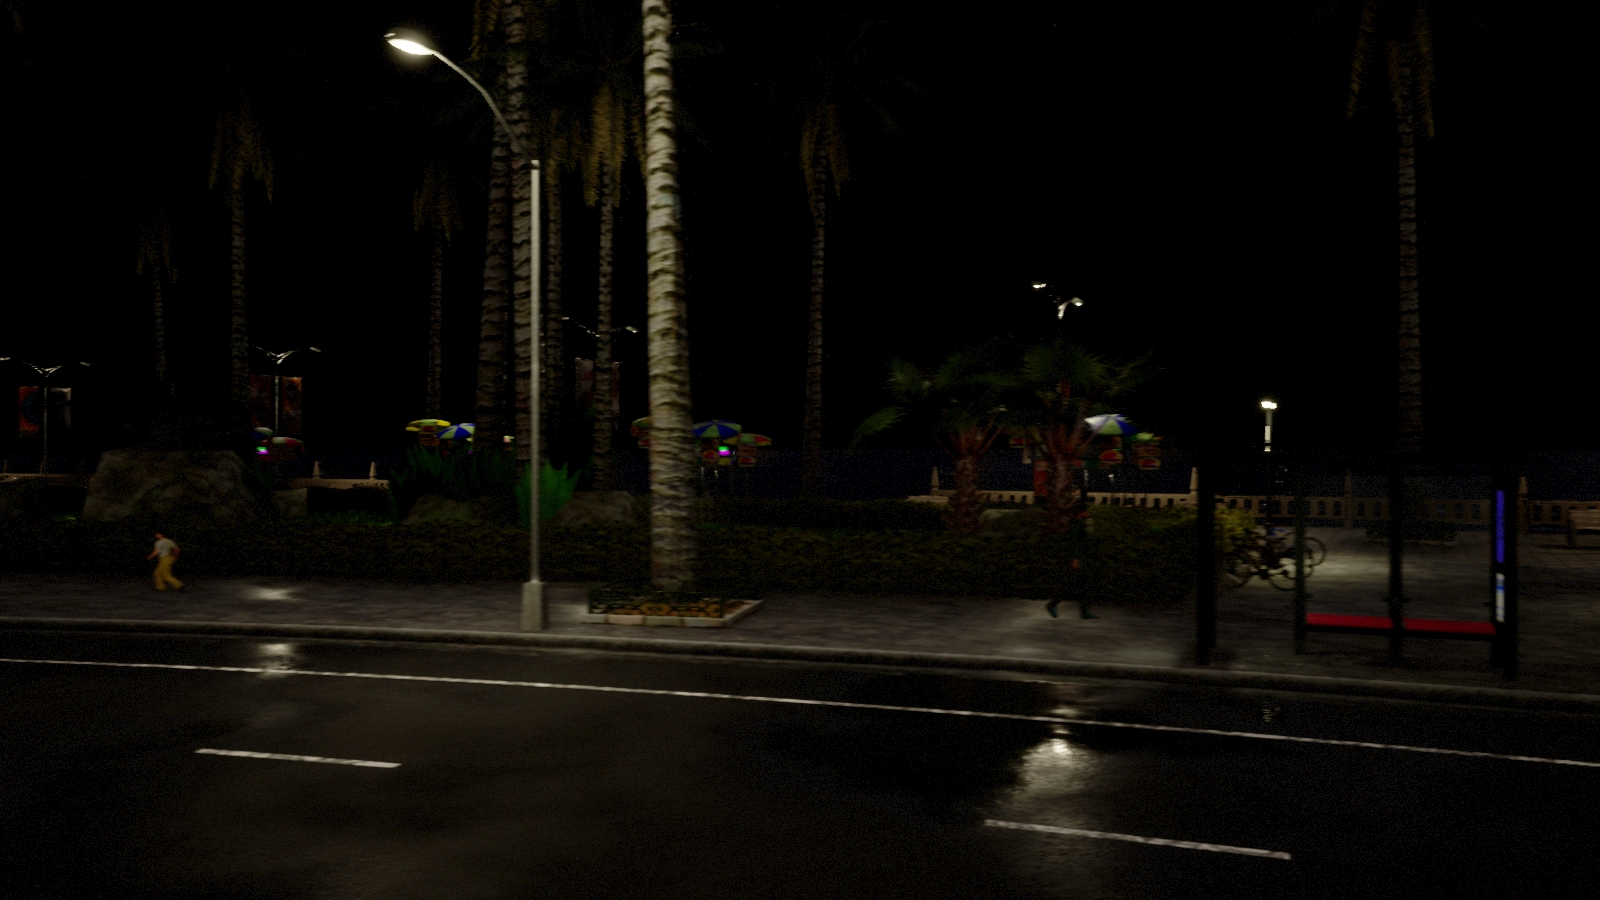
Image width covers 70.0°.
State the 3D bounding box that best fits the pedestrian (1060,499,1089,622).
[{"bbox_3d":[4.259,1.694,17.721,0.375,1.860,0.375,0,0,22],"label":"pedestrian"}]

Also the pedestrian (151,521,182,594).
[{"bbox_3d":[-11.673,1.974,21.051,0.375,1.300,0.375,0,0,-3],"label":"pedestrian"}]
